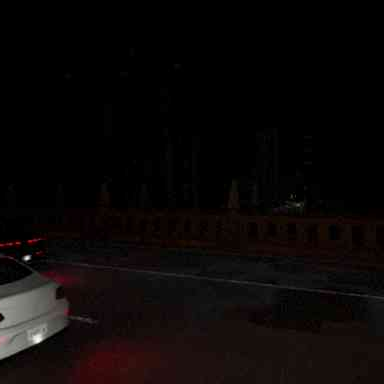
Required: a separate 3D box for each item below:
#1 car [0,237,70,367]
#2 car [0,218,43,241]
[{"bbox_3d":[-3.992,1.537,4.993,4.674,1.442,1.812,0,0,24],"label":"car"},{"bbox_3d":[-6.695,1.530,10.015,4.892,1.490,1.837,0,0,24],"label":"car"}]
